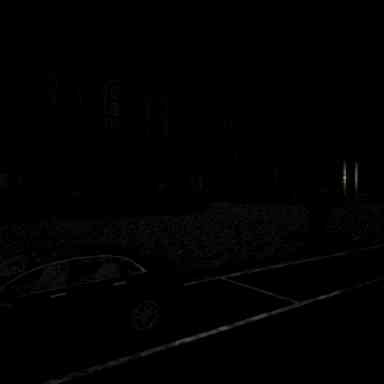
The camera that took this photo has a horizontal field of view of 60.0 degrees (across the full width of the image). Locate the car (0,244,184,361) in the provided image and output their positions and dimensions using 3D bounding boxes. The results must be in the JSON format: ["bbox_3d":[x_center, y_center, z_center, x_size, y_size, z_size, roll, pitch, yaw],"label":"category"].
[{"bbox_3d":[-2.194,1.550,5.084,4.403,1.369,2.008,0,0,-35],"label":"car"}]
